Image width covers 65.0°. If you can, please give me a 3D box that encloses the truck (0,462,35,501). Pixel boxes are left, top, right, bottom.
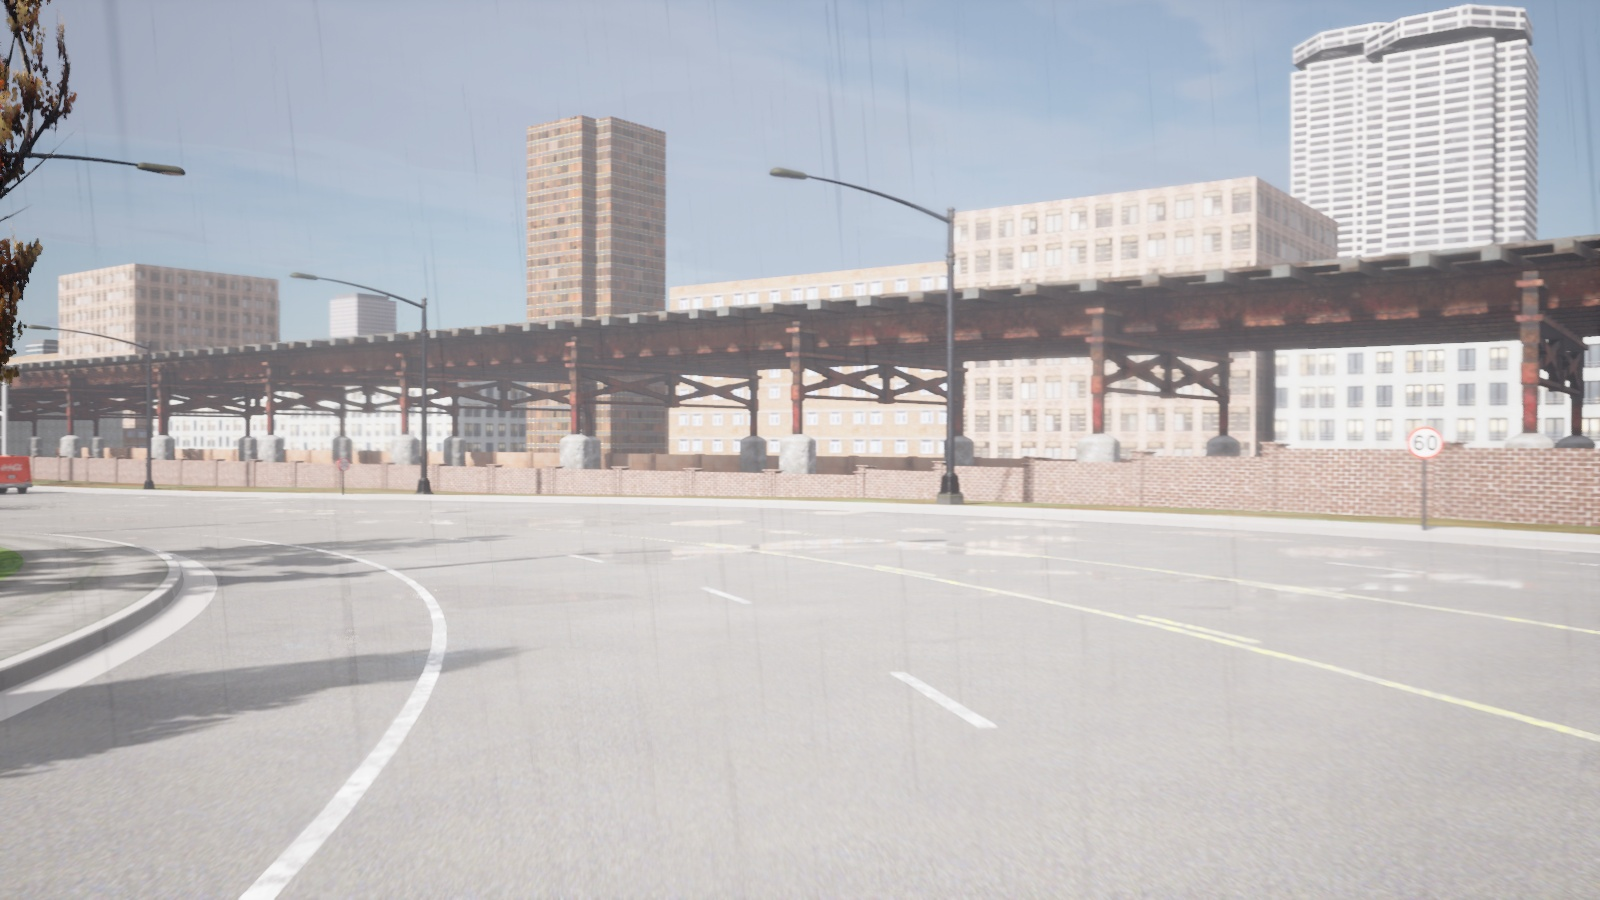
[{"bbox_3d":[-52.021,2.031,81.185,5.204,2.467,2.627,-1,0,38],"label":"truck"}]
